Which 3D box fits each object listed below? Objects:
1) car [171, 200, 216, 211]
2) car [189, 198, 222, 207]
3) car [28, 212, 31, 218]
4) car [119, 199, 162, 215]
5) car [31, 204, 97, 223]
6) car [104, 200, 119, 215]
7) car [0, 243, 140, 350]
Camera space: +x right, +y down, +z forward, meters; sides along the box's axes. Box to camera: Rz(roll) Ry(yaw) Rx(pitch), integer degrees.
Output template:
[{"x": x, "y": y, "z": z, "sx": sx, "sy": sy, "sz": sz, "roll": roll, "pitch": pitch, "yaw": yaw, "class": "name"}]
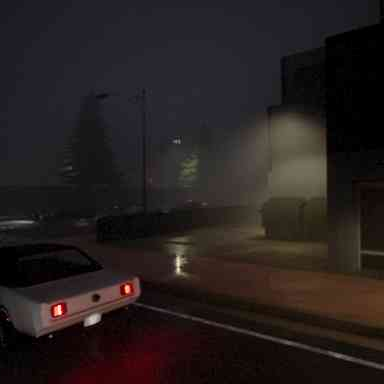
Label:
[{"x": -0.056, "y": 1.702, "z": 29.934, "sx": 1.812, "sy": 1.442, "sz": 4.674, "roll": -1, "pitch": 0, "yaw": 36, "class": "car"}, {"x": 2.150, "y": 1.599, "z": 45.028, "sx": 2.097, "sy": 1.767, "sz": 4.553, "roll": -1, "pitch": 0, "yaw": 37, "class": "car"}, {"x": -12.728, "y": 1.851, "z": 30.621, "sx": 1.994, "sy": 1.385, "sz": 4.181, "roll": -1, "pitch": 0, "yaw": 36, "class": "car"}, {"x": -5.095, "y": 1.776, "z": 35.177, "sx": 1.812, "sy": 1.442, "sz": 4.674, "roll": -1, "pitch": 0, "yaw": 36, "class": "car"}, {"x": -10.344, "y": 1.743, "z": 27.950, "sx": 2.128, "sy": 1.511, "sz": 4.902, "roll": -1, "pitch": 0, "yaw": 36, "class": "car"}, {"x": -7.716, "y": 1.638, "z": 37.520, "sx": 2.097, "sy": 1.767, "sz": 4.553, "roll": -1, "pitch": 0, "yaw": 36, "class": "car"}, {"x": -3.277, "y": 1.665, "z": 6.372, "sx": 4.718, "sy": 1.301, "sz": 1.895, "roll": -1, "pitch": 0, "yaw": 37, "class": "car"}]
